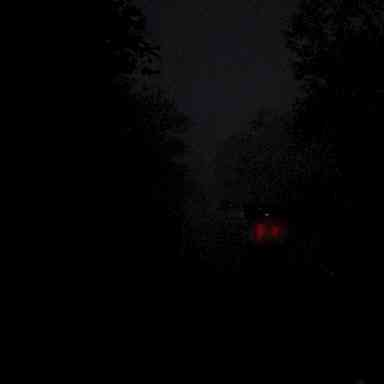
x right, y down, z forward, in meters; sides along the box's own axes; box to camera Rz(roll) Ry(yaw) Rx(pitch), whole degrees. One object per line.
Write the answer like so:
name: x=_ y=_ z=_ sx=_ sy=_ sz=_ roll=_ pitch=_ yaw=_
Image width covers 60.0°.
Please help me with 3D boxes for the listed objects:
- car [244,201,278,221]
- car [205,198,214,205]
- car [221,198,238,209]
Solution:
car: x=5.458 y=1.453 z=26.768 sx=2.128 sy=1.511 sz=4.902 roll=1 pitch=0 yaw=-1
car: x=4.182 y=2.320 z=81.411 sx=1.882 sy=1.535 sz=5.008 roll=1 pitch=-1 yaw=-3
car: x=5.062 y=1.549 z=45.675 sx=1.882 sy=1.535 sz=5.008 roll=1 pitch=-1 yaw=-1
